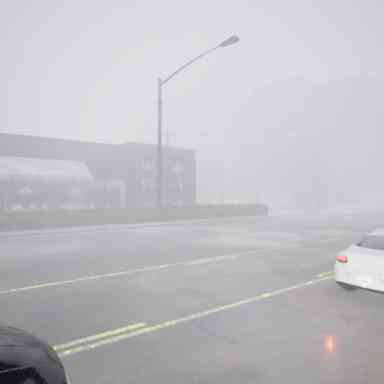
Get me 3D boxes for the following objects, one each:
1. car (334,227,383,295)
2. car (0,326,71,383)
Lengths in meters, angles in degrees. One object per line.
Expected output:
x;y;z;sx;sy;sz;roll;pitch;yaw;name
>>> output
5.148;1.539;7.814;4.674;1.442;1.812;0;0;-37;car
-3.149;1.489;1.609;4.902;1.511;2.128;0;0;-34;car
